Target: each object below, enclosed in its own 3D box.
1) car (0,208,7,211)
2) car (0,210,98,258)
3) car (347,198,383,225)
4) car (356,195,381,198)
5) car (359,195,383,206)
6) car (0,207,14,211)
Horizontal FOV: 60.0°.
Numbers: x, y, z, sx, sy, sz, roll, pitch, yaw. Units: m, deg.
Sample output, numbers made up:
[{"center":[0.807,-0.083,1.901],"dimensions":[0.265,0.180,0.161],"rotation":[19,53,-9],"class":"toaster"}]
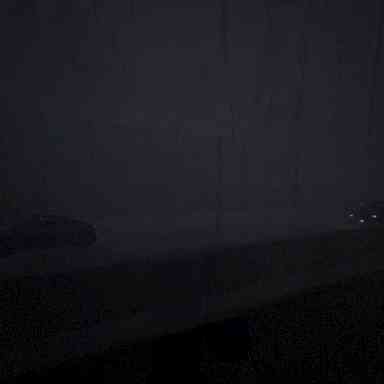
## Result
[{"center":[-10.314,1.560,13.842],"dimensions":[4.181,1.385,1.994],"rotation":[-1,0,-36],"class":"car"},{"center":[-5.820,1.534,12.750],"dimensions":[4.181,1.385,1.994],"rotation":[-1,0,-36],"class":"car"},{"center":[12.378,1.334,21.705],"dimensions":[5.357,1.411,2.033],"rotation":[-1,0,-37],"class":"car"},{"center":[18.197,1.175,35.081],"dimensions":[4.892,1.490,1.837],"rotation":[0,0,-39],"class":"car"},{"center":[24.604,1.128,45.207],"dimensions":[4.181,1.385,1.994],"rotation":[-1,0,-42],"class":"car"},{"center":[-10.851,1.525,17.754],"dimensions":[5.357,1.411,2.033],"rotation":[-1,0,-35],"class":"car"}]
